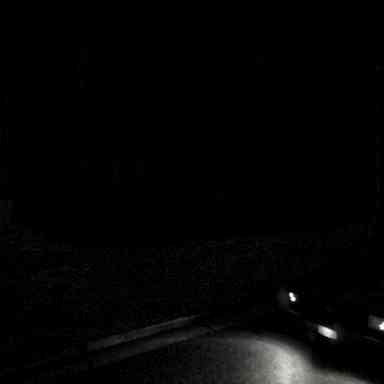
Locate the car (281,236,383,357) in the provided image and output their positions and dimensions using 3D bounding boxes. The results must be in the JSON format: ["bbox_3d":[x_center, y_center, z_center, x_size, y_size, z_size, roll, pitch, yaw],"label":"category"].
[{"bbox_3d":[4.033,1.549,6.135,5.357,1.411,2.033,0,0,-36],"label":"car"}]
